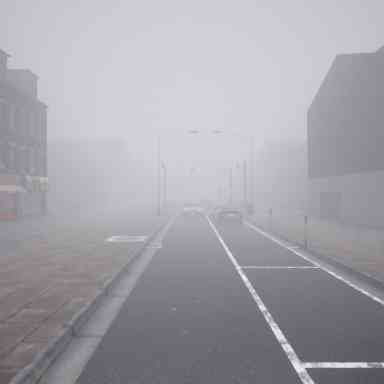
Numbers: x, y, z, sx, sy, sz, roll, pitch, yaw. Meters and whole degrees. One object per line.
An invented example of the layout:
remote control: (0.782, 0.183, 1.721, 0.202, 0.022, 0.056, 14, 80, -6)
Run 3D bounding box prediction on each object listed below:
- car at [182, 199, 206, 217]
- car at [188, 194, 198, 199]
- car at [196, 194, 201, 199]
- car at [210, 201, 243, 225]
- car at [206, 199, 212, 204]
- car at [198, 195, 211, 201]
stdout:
car: (0.058, 1.625, 31.285, 1.895, 1.301, 4.718, 0, 0, 0)
car: (-0.058, 1.747, 88.740, 2.033, 1.411, 5.357, 0, 0, 0)
car: (2.588, 1.719, 76.063, 1.947, 1.339, 4.313, 0, 0, 0)
car: (2.625, 1.579, 24.318, 1.947, 1.339, 4.313, 0, 0, 0)
car: (2.621, 1.572, 29.994, 2.008, 1.369, 4.403, 0, 0, 0)
car: (2.601, 1.635, 59.024, 1.887, 1.381, 4.507, 0, 0, 0)
